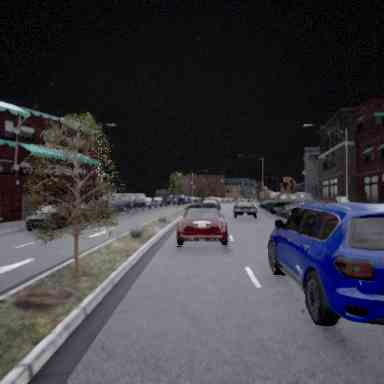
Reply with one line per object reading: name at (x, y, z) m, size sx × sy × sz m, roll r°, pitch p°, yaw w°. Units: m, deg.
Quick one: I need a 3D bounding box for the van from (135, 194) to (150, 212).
van at (-6.497, 1.151, 36.842) m, size 1.878 × 1.987 × 4.442 m, roll 0°, pitch 0°, yaw 8°

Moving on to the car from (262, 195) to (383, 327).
car at (3.160, 1.220, 7.130) m, size 2.150 × 2.045 × 5.566 m, roll 0°, pitch 0°, yaw 2°

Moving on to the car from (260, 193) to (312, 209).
car at (9.849, 1.086, 34.615) m, size 5.566 × 2.045 × 2.435 m, roll 0°, pitch 0°, yaw 8°

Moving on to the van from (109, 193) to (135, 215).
van at (-7.165, 1.166, 31.343) m, size 1.878 × 1.987 × 4.442 m, roll 0°, pitch 0°, yaw 7°

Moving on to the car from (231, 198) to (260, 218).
car at (4.567, 1.494, 29.151) m, size 1.895 × 1.301 × 4.718 m, roll 0°, pitch 0°, yaw 6°

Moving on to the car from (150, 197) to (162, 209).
car at (-5.670, 1.424, 42.452) m, size 2.002 × 1.452 × 4.674 m, roll 0°, pitch 0°, yaw 9°

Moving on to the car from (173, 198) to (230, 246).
car at (0.503, 1.328, 15.232) m, size 2.097 × 1.767 × 4.553 m, roll 0°, pitch 0°, yaw 3°

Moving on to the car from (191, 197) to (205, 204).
car at (1.326, 1.923, 74.937) m, size 2.002 × 1.452 × 4.674 m, roll 0°, pitch -2°, yaw 16°

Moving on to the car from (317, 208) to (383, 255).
car at (7.848, 1.455, 12.729) m, size 5.366 × 1.575 × 1.946 m, roll 0°, pitch 0°, yaw 3°

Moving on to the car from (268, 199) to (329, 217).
car at (9.214, 1.390, 29.187) m, size 4.792 × 1.488 × 2.163 m, roll 0°, pitch 0°, yaw 7°

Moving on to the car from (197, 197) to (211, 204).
car at (2.886, 2.048, 80.230) m, size 2.163 × 1.488 × 4.792 m, roll 0°, pitch -2°, yaw 17°

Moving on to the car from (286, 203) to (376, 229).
car at (8.535, 1.447, 20.894) m, size 4.792 × 1.488 × 2.163 m, roll 0°, pitch 0°, yaw 5°

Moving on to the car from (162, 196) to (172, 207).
car at (-4.780, 1.453, 47.923) m, size 2.002 × 1.452 × 4.674 m, roll 0°, pitch -1°, yaw 10°

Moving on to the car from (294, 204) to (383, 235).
car at (8.292, 1.463, 18.176) m, size 4.792 × 1.488 × 2.163 m, roll 0°, pitch 0°, yaw 4°

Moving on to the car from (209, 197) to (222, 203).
car at (6.397, 2.291, 90.917) m, size 2.097 × 1.535 × 5.008 m, roll 0°, pitch -2°, yaw 20°

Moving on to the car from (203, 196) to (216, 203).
car at (4.611, 2.032, 85.694) m, size 2.185 × 1.767 × 4.553 m, roll 0°, pitch -2°, yaw 19°

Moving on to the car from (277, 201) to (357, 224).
car at (8.713, 1.402, 23.620) m, size 4.892 × 1.521 × 2.231 m, roll 0°, pitch 0°, yaw 5°

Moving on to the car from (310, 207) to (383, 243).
car at (8.166, 1.487, 15.447) m, size 4.674 × 1.452 × 2.002 m, roll 0°, pitch 0°, yaw 3°

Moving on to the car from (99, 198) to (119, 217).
car at (-7.726, 1.451, 25.913) m, size 2.163 × 1.488 × 4.792 m, roll 0°, pitch 0°, yaw 6°

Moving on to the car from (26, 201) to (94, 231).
car at (-8.169, 1.448, 20.438) m, size 2.097 × 1.535 × 5.008 m, roll 0°, pitch 0°, yaw 5°

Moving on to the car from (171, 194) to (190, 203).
car at (-2.698, 1.286, 58.774) m, size 2.435 × 2.045 × 5.566 m, roll 0°, pitch -1°, yaw 13°
